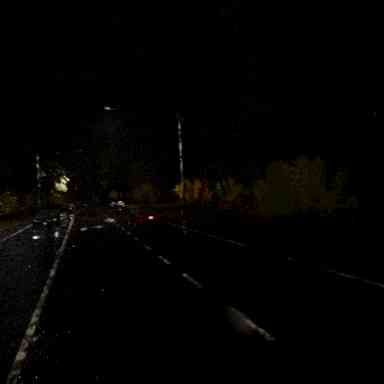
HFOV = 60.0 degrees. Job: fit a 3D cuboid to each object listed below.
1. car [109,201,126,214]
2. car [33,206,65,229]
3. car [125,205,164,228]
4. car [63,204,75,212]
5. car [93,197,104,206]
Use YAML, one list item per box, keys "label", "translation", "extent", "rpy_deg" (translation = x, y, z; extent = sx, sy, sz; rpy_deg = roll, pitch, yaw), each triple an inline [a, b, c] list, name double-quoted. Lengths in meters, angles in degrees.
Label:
- label: "car"
  translation: [-9.445, 1.967, 42.371]
  extent: [2.128, 1.511, 4.902]
  rpy_deg: [-3, 0, -18]
- label: "car"
  translation: [-11.795, 2.141, 27.265]
  extent: [1.812, 1.442, 4.674]
  rpy_deg: [-3, 0, -18]
- label: "car"
  translation: [-3.375, 1.730, 24.083]
  extent: [1.994, 1.385, 4.181]
  rpy_deg: [-3, 0, -18]
- label: "car"
  translation: [-19.840, 2.611, 53.161]
  extent: [1.895, 1.301, 4.718]
  rpy_deg: [-3, 0, -13]
- label: "car"
  translation: [-23.011, 2.636, 83.265]
  extent: [1.812, 1.442, 4.674]
  rpy_deg: [-3, 0, -18]
